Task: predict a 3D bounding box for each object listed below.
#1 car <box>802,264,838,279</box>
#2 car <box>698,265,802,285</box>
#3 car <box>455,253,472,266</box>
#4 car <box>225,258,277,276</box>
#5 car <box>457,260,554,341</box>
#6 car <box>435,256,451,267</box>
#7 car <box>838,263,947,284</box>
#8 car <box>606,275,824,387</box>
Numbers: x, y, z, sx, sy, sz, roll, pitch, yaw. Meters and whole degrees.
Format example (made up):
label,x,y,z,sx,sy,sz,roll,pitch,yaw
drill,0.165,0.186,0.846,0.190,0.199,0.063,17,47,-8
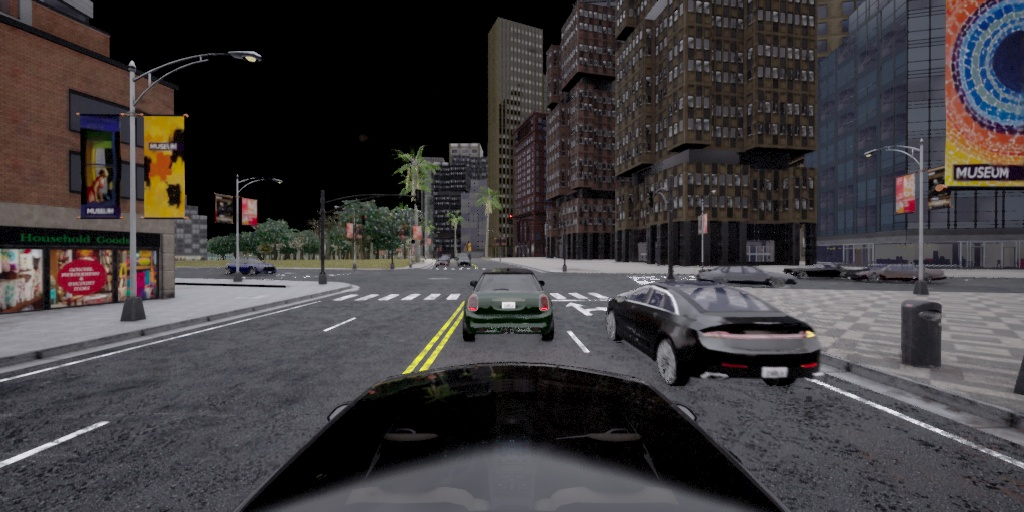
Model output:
label,x,y,z,sx,sy,sz,roll,pitch,yaw
car,25.710,1.283,30.084,4.718,1.301,1.895,0,0,13
car,14.812,1.262,23.015,5.357,1.411,2.033,0,0,21
car,-7.237,0.777,54.506,2.097,1.767,4.553,0,1,-8
car,-25.622,0.992,35.227,4.553,1.767,2.097,0,0,13
car,-0.122,1.101,10.008,2.097,1.767,4.553,0,0,-1
car,-10.496,0.986,54.359,1.994,1.385,4.181,0,1,-8
car,27.850,1.245,26.238,5.357,1.411,2.033,0,0,13
car,3.247,1.241,6.912,2.128,1.511,4.902,0,0,-1
